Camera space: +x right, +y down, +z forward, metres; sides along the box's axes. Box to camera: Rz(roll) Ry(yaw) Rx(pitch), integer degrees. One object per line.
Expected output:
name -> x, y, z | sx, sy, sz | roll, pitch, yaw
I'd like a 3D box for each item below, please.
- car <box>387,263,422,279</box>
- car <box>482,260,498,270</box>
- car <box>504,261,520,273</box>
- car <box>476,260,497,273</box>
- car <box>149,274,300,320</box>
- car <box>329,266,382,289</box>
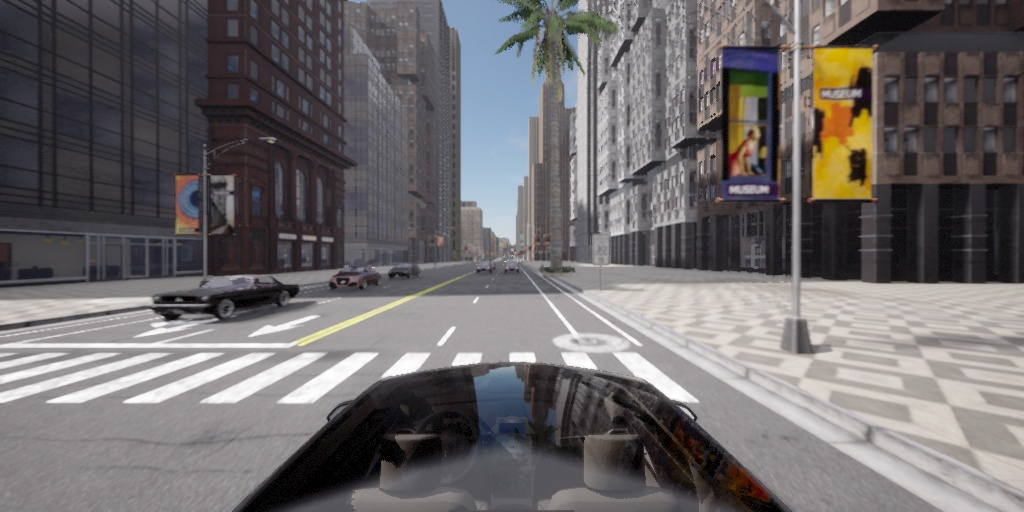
car -> -9.862, 1.317, 33.467 | 2.033, 1.411, 5.357 | 0, 0, 0
car -> -3.279, 1.355, 53.722 | 2.033, 1.411, 5.357 | 0, 0, 0
car -> -0.024, 1.333, 43.301 | 2.033, 1.411, 5.357 | 0, 0, 0
car -> -3.274, 1.333, 43.299 | 2.033, 1.411, 5.357 | 0, 0, 0
car -> -9.856, 1.355, 12.819 | 1.895, 1.301, 4.718 | 0, 0, 0
car -> -9.869, 1.323, 22.855 | 1.994, 1.385, 4.181 | 0, 0, -1
